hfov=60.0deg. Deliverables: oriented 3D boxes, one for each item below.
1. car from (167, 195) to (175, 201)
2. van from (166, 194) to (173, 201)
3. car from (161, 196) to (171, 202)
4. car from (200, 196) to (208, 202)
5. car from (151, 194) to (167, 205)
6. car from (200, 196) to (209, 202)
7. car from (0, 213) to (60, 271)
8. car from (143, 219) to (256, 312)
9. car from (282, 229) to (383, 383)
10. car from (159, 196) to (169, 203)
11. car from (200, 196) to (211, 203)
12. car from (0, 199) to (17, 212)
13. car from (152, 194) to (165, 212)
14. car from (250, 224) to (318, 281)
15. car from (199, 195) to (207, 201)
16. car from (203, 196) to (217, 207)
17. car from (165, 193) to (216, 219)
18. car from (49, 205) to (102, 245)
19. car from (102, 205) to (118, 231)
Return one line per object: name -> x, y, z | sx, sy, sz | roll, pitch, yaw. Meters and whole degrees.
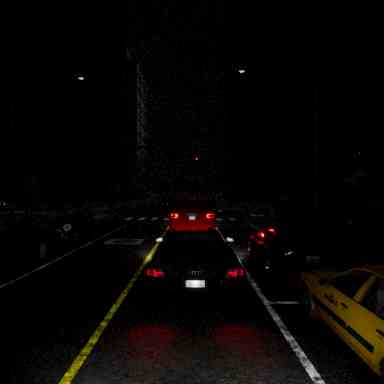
car -> -5.708, 1.585, 90.610 | 2.008, 1.369, 4.403 | 0, 0, 0
van -> -5.712, 1.371, 85.173 | 1.690, 1.788, 3.998 | 0, 0, 0
car -> -5.718, 1.548, 74.127 | 1.752, 1.417, 4.829 | 0, 0, 0
car -> 2.810, 1.571, 79.730 | 1.887, 1.381, 4.507 | 0, 0, 0
car -> -5.728, 1.329, 57.985 | 2.192, 1.841, 5.009 | 0, 0, 0
car -> 2.807, 1.568, 74.292 | 1.887, 1.381, 4.507 | 0, 0, 0
car -> -5.758, 1.545, 9.663 | 1.887, 1.381, 4.507 | 0, 0, 0
car -> 0.064, 1.564, 7.789 | 1.994, 1.385, 4.181 | 0, 0, 0
car -> 2.764, 1.525, 4.373 | 1.752, 1.417, 4.829 | 0, 0, 0
car -> -5.721, 1.601, 68.860 | 1.802, 1.307, 4.206 | 0, 0, 0
car -> 2.804, 1.570, 68.854 | 2.008, 1.369, 4.403 | 0, 0, 0
car -> -19.421, 1.175, 32.043 | 4.674, 1.442, 1.812 | 1, 0, 0
car -> -1.810, 1.347, 37.396 | 2.097, 1.767, 4.553 | 1, 0, 40
car -> 2.767, 1.566, 9.659 | 1.947, 1.339, 4.313 | 0, 0, 0
car -> 2.814, 1.556, 85.337 | 1.752, 1.417, 4.829 | 0, 0, 0
car -> 2.794, 1.451, 52.542 | 1.967, 1.590, 4.097 | 0, 0, 0
car -> 0.014, 1.222, 17.209 | 2.150, 2.045, 5.566 | 0, 0, 0
car -> -5.755, 1.441, 15.120 | 1.967, 1.590, 4.097 | 0, 0, 0
car -> -5.751, 1.527, 20.407 | 1.752, 1.417, 4.829 | 0, 0, 0
